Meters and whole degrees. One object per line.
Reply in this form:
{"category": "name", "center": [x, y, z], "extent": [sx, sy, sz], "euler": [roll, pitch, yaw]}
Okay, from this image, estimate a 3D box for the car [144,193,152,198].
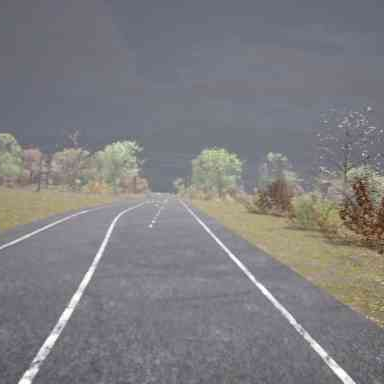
{"category": "car", "center": [-12.164, 0.941, 92.522], "extent": [2.097, 1.767, 4.553], "euler": [2, 0, -3]}
